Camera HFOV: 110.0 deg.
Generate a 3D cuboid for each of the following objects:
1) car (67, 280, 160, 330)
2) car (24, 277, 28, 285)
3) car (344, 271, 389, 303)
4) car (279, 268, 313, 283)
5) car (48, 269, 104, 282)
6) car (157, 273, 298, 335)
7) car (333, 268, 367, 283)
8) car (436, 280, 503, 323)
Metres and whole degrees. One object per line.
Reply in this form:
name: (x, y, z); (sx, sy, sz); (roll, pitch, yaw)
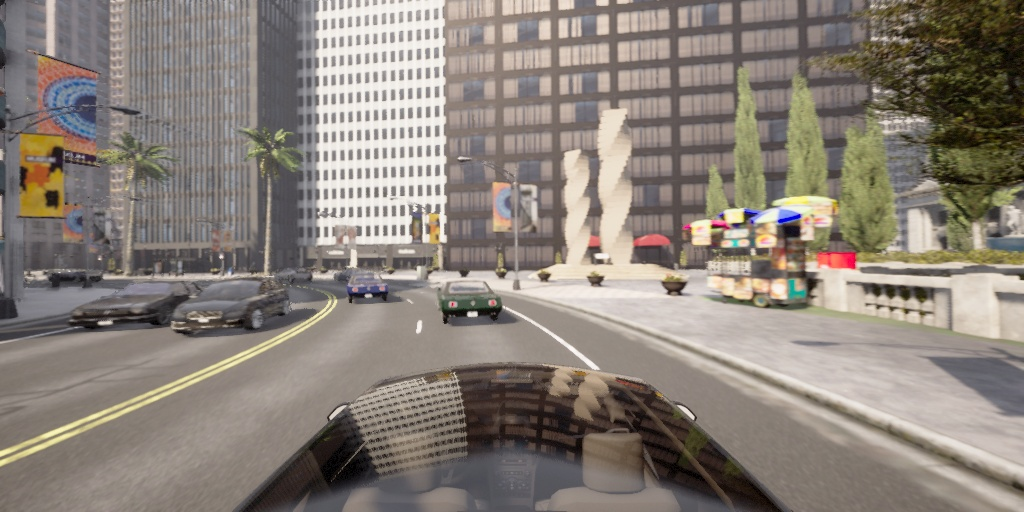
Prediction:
car: (-12.631, 1.583, 12.856); (2.033, 1.411, 5.357); (0, -1, -20)
car: (-52.212, 2.313, 36.443); (4.892, 1.490, 1.837); (-1, -1, 7)
car: (-7.793, 1.658, 19.193); (1.895, 1.301, 4.718); (0, -1, -25)
car: (-21.204, 1.898, 34.778); (4.902, 1.511, 2.128); (-1, -1, 36)
car: (-47.921, 2.377, 39.445); (4.718, 1.301, 1.895); (-1, -1, 7)
car: (-8.774, 1.481, 11.681); (1.837, 1.490, 4.892); (0, -1, -17)
car: (-15.350, 1.886, 34.785); (5.357, 1.411, 2.033); (-1, -1, 41)
car: (-1.735, 1.511, 13.039); (1.895, 1.301, 4.718); (0, -1, -14)
